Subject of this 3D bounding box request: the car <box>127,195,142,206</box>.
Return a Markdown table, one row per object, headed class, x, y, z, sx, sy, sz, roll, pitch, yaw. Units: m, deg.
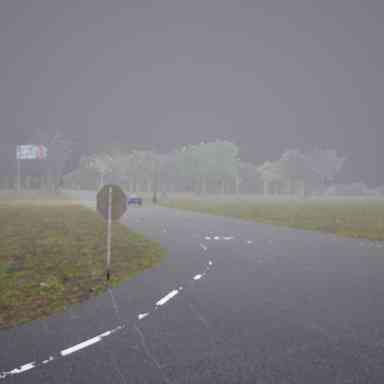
| class | x | y | z | sx | sy | sz | roll | pitch | yaw |
| --- | --- | --- | --- | --- | --- | --- | --- | --- | --- |
| car | -8.572 | 1.118 | 47.975 | 1.882 | 1.535 | 5.008 | 2 | 0 | -23 |
